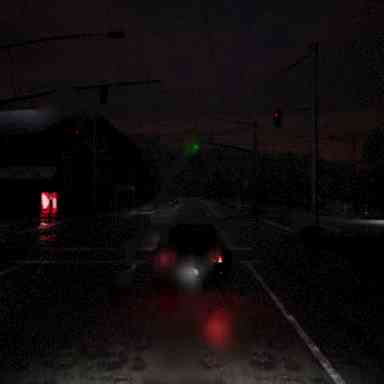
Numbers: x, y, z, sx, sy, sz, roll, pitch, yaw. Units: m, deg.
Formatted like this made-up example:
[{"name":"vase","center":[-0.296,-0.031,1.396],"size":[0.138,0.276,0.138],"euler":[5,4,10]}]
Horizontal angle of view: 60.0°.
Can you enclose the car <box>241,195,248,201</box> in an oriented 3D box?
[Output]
[{"name":"car","center":[13.889,1.400,82.461],"size":[3.633,1.501,1.845],"euler":[0,0,0]}]

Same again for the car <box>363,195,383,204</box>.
[{"name":"car","center":[32.261,1.321,57.496],"size":[4.514,1.523,2.007],"euler":[0,0,0]}]

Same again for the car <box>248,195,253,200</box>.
[{"name":"car","center":[13.753,1.121,63.877],"size":[4.605,1.855,1.932],"euler":[0,0,0]}]

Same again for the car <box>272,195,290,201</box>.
[{"name":"car","center":[21.310,1.410,79.481],"size":[3.806,1.475,1.970],"euler":[0,0,0]}]

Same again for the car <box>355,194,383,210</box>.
[{"name":"car","center":[21.540,1.318,38.097],"size":[4.514,1.523,2.007],"euler":[0,0,0]}]

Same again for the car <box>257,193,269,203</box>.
[{"name":"car","center":[14.165,1.100,60.971],"size":[3.866,1.878,1.905],"euler":[0,0,0]}]

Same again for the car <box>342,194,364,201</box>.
[{"name":"car","center":[39.923,1.365,82.472],"size":[4.514,1.523,2.007],"euler":[0,0,0]}]

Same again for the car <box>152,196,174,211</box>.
[{"name":"car","center":[-3.592,1.510,40.067],"size":[1.837,1.490,4.892],"euler":[0,0,0]}]

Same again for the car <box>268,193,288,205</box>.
[{"name":"car","center":[14.166,1.175,48.177],"size":[5.027,1.636,2.152],"euler":[0,0,0]}]

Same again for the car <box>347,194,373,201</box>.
[{"name":"car","center":[39.975,1.356,79.335],"size":[5.027,1.636,2.152],"euler":[0,0,0]}]

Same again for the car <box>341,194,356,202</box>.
[{"name":"car","center":[32.302,1.343,67.489],"size":[3.633,1.501,1.845],"euler":[0,0,0]}]

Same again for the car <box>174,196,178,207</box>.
[{"name":"car","center":[-3.583,1.512,49.684],"size":[1.837,1.490,4.892],"euler":[0,0,0]}]

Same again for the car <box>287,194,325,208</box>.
[{"name":"car","center":[14.490,1.253,41.760],"size":[3.806,1.475,1.970],"euler":[0,0,0]}]

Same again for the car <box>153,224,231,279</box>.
[{"name":"car","center":[-0.073,1.602,10.051],"size":[1.895,1.301,4.718],"euler":[0,0,-2]}]

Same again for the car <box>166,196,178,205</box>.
[{"name":"car","center":[-3.530,1.486,60.110],"size":[1.882,1.535,5.008],"euler":[0,0,0]}]
